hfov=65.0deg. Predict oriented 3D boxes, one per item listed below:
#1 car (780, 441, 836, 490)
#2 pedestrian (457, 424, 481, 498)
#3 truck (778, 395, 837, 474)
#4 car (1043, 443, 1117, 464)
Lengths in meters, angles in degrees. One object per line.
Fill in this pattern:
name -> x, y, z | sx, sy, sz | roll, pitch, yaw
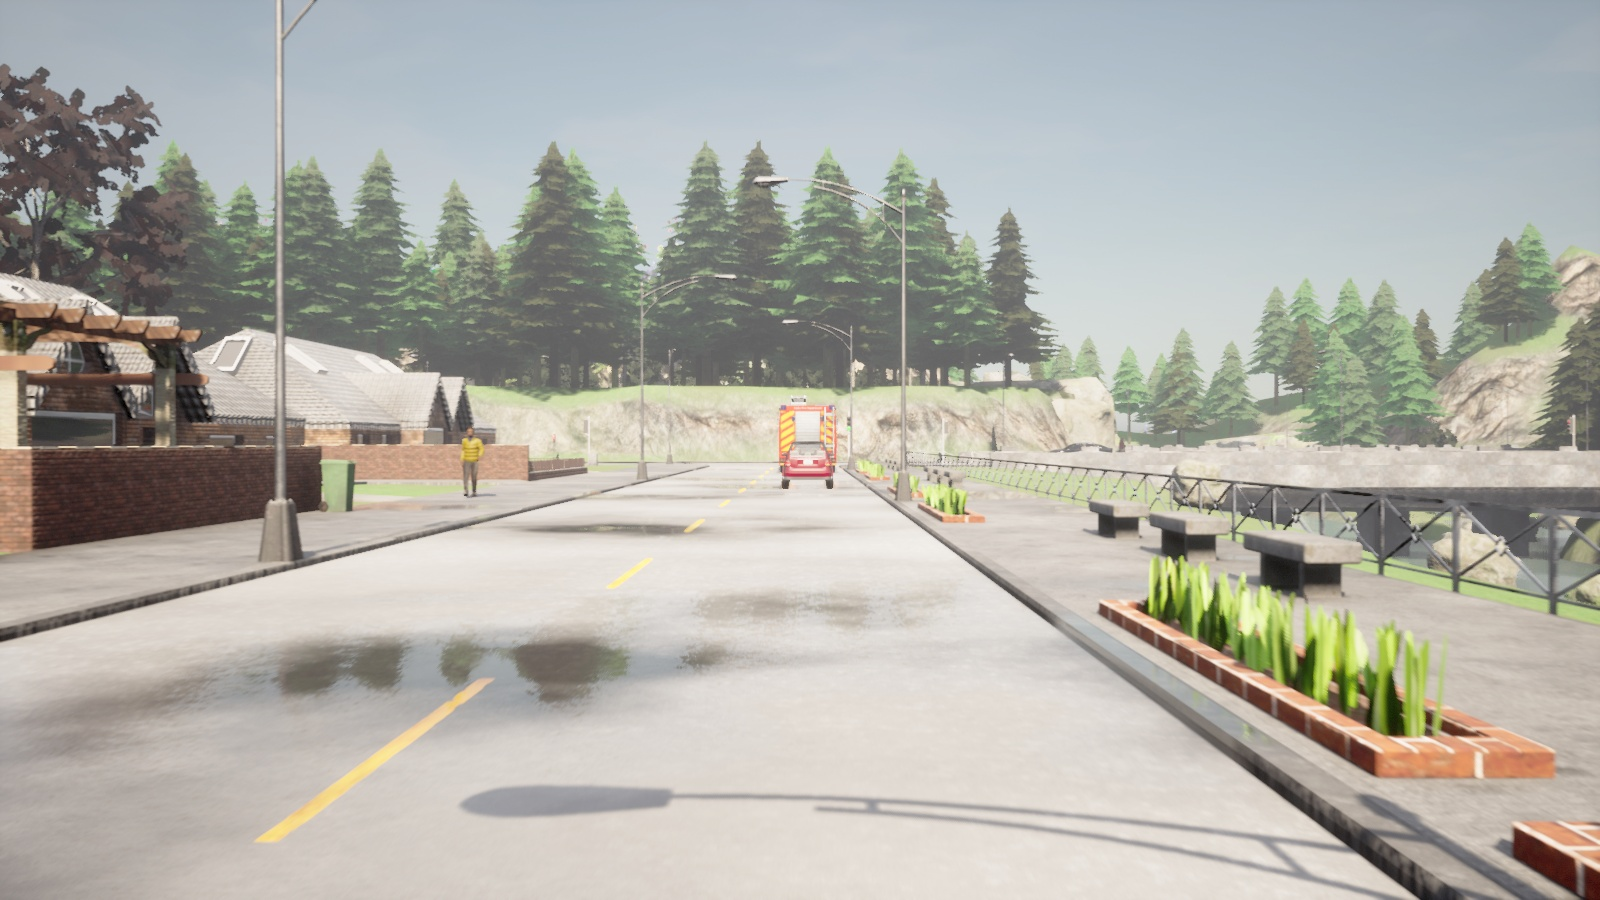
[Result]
car -> 0.258, 0.487, 42.238 | 1.789, 1.549, 3.705 | 0, 0, 0
pedestrian -> -8.331, 0.271, 31.626 | 0.431, 1.840, 0.709 | 0, 0, -3
truck -> 0.393, -0.787, 65.559 | 2.891, 3.827, 8.468 | 0, 0, 0
car -> 20.081, 0.259, 90.193 | 4.892, 1.490, 1.837 | 0, 0, 0
